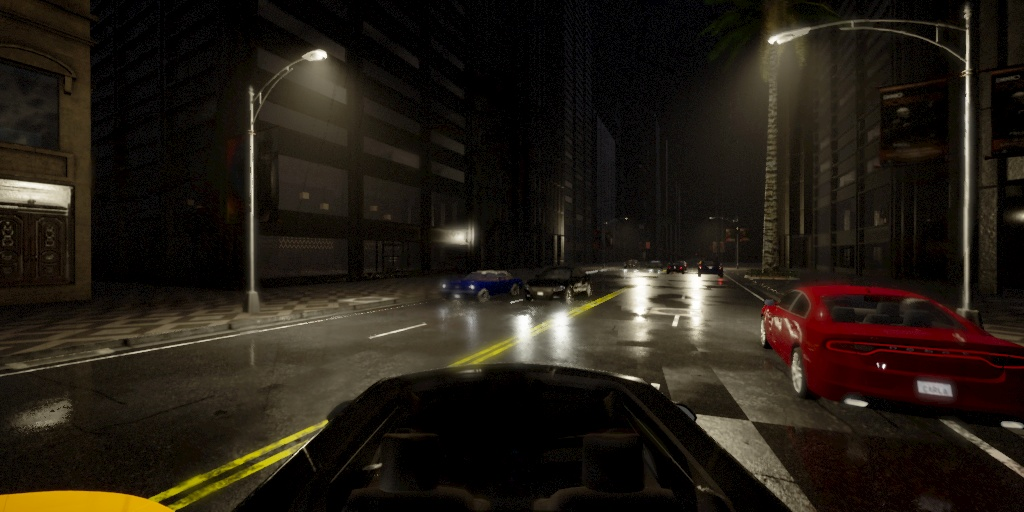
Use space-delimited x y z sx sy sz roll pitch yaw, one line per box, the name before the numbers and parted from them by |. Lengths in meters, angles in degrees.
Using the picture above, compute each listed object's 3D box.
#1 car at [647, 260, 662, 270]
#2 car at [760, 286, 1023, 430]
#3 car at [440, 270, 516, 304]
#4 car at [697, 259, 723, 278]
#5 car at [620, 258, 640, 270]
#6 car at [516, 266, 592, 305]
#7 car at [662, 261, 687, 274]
car | 21.669 1.346 54.147 1.994 1.385 4.181 0 0 27
car | 5.516 1.228 5.915 1.882 1.535 5.008 0 0 27
car | -1.258 1.352 16.759 1.895 1.301 4.718 0 0 27
car | 19.301 1.117 34.987 2.097 1.767 4.553 0 0 27
car | 18.319 1.286 54.753 1.837 1.490 4.892 0 0 27
car | 2.275 1.229 16.546 1.882 1.535 5.008 0 0 27
car | 18.662 1.317 40.809 2.033 1.411 5.357 0 0 27
